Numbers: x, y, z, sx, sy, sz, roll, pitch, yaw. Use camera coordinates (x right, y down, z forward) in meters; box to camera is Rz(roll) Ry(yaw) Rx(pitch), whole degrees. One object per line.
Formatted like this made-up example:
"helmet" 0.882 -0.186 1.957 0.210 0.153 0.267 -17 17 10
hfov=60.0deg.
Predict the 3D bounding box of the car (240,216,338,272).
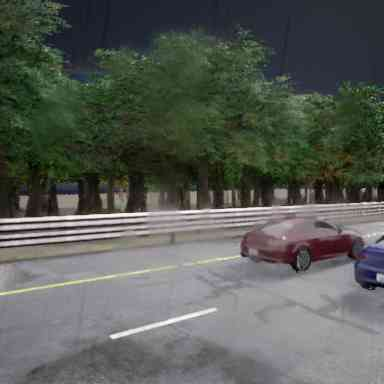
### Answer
"car" 3.586 1.492 10.604 4.674 1.442 1.812 0 0 -36

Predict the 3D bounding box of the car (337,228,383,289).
"car" 5.585 1.492 7.730 4.674 1.442 1.812 0 0 -36
